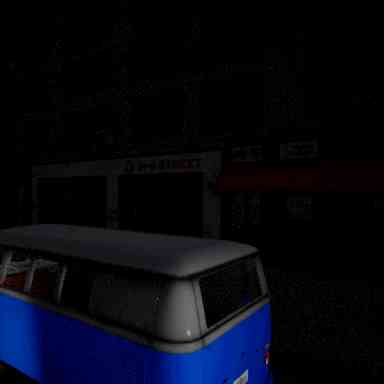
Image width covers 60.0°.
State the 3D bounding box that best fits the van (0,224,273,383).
[{"bbox_3d":[-1.094,1.341,3.861,3.998,1.788,1.690,0,0,36],"label":"van"}]
